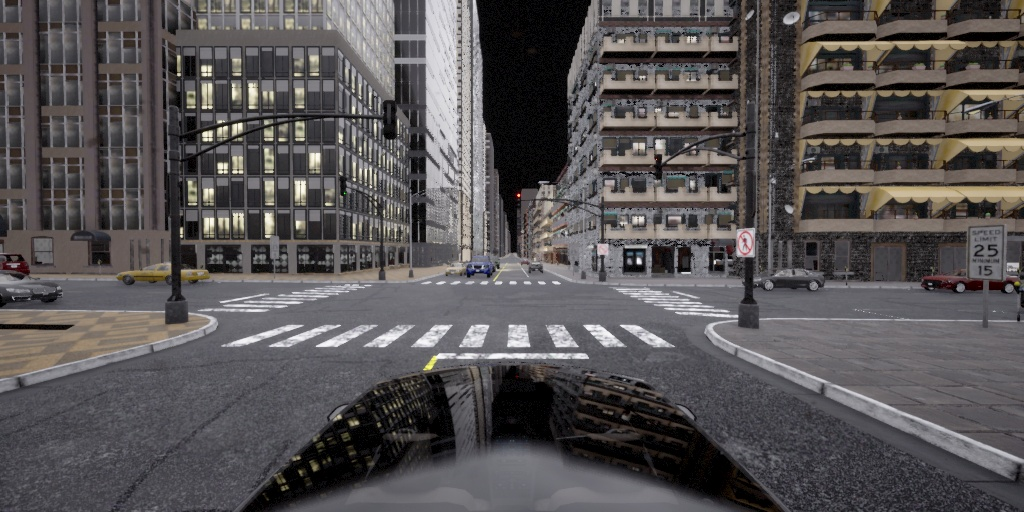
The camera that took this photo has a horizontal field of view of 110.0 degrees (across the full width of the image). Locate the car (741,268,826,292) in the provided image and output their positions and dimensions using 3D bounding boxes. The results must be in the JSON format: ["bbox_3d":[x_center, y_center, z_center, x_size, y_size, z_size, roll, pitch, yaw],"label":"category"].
[{"bbox_3d":[16.341,1.376,21.714,4.403,1.370,2.007,0,0,1],"label":"car"}]

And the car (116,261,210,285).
[{"bbox_3d":[-21.634,1.030,22.275,4.829,1.417,1.751,0,0,1],"label":"car"}]

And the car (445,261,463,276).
[{"bbox_3d":[-5.634,1.266,36.396,1.751,1.417,4.829,0,0,0],"label":"car"}]

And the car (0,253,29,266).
[{"bbox_3d":[-33.580,0.712,22.499,5.009,1.841,2.192,0,0,1],"label":"car"}]

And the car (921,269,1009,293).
[{"bbox_3d":[27.406,1.462,21.540,4.507,1.381,1.888,0,0,1],"label":"car"}]

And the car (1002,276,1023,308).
[{"bbox_3d":[21.734,1.576,13.248,4.313,1.339,1.948,0,0,1],"label":"car"}]

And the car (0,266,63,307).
[{"bbox_3d":[-20.267,1.204,13.939,4.403,1.370,2.007,0,0,1],"label":"car"}]

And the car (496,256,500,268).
[{"bbox_3d":[-3.002,0.959,55.385,2.150,2.045,5.566,0,0,0],"label":"car"}]

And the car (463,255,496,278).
[{"bbox_3d":[-3.047,0.963,34.698,2.150,2.045,5.566,0,0,0],"label":"car"}]

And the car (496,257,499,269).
[{"bbox_3d":[-3.023,1.217,44.829,1.882,1.535,5.008,0,0,0],"label":"car"}]

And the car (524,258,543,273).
[{"bbox_3d":[2.756,1.290,42.207,2.007,1.370,4.403,0,0,0],"label":"car"}]
